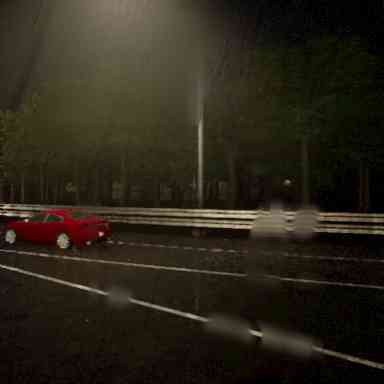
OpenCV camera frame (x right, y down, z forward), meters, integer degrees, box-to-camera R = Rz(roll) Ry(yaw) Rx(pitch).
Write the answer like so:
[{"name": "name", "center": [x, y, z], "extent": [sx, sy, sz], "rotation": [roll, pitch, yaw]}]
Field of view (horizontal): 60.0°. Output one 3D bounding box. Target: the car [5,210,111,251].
[{"name": "car", "center": [-5.803, 1.499, 14.210], "extent": [5.008, 1.535, 1.882], "rotation": [0, 0, 26]}]
